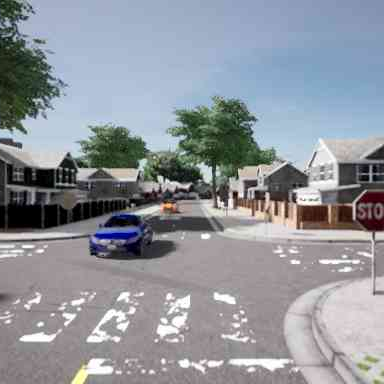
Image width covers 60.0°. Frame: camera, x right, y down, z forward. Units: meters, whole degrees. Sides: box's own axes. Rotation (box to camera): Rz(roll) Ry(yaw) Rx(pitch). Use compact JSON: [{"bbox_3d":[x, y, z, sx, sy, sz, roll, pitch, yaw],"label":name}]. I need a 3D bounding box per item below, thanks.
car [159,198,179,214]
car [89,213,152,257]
[{"bbox_3d":[-2.640,1.657,39.323,2.097,1.767,4.553,0,-1,0],"label":"car"},{"bbox_3d":[-2.714,1.637,13.614,1.812,1.442,4.674,0,0,0],"label":"car"}]
